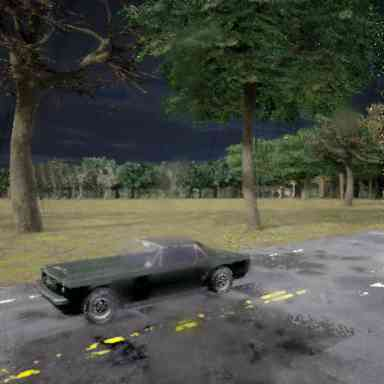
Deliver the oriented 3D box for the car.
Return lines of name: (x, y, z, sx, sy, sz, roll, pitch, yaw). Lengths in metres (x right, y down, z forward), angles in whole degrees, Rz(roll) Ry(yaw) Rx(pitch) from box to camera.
car: (-0.914, 1.734, 7.550, 4.718, 1.301, 1.895, 0, -1, -37)
